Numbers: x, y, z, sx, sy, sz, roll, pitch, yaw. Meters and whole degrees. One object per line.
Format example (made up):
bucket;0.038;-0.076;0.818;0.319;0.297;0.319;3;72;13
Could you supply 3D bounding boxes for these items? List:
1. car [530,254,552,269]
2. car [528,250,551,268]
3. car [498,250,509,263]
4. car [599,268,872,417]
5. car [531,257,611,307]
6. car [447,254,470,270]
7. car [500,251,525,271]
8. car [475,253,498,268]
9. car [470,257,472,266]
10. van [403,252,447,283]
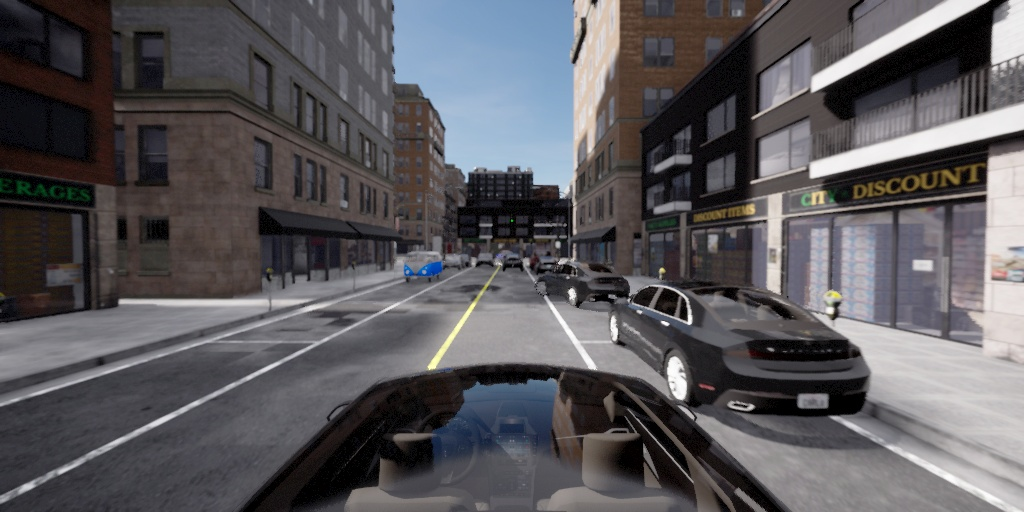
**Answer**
car;2.648;0.715;27.638;1.948;1.339;4.313;0;0;0
car;2.651;0.332;33.299;2.192;1.841;5.009;0;0;0
car;-1.051;-0.004;49.416;2.097;1.767;4.553;0;1;-13
car;3.022;1.154;6.015;1.837;1.490;4.892;0;1;0
car;2.529;0.975;13.820;1.837;1.490;4.892;0;1;-16
car;-5.374;0.568;33.302;2.007;1.370;4.403;0;0;0
car;0.095;0.530;32.983;1.837;1.490;4.892;0;1;0
car;-2.782;0.412;38.119;1.837;1.490;4.892;0;1;1
car;-5.372;0.452;38.963;1.948;1.339;4.313;0;0;0
van;-5.379;0.621;21.982;1.690;1.789;3.998;0;0;0
